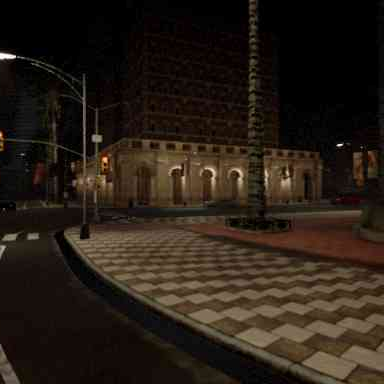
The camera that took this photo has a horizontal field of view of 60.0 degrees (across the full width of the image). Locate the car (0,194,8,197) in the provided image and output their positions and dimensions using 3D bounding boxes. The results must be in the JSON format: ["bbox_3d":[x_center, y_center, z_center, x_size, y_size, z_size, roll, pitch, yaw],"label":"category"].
[{"bbox_3d":[-44.632,1.352,78.078,2.097,1.767,4.553,0,0,-26],"label":"car"}]

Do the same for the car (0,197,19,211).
[{"bbox_3d":[-21.823,1.600,39.111,1.895,1.301,4.718,0,0,-26],"label":"car"}]

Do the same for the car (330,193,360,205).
[{"bbox_3d":[26.536,1.225,57.617,5.566,2.045,2.150,0,0,-26],"label":"car"}]

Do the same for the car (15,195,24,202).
[{"bbox_3d":[-41.300,1.534,79.236,2.033,1.411,5.357,0,0,-26],"label":"car"}]

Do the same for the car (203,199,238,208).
[{"bbox_3d":[4.032,1.602,46.635,4.718,1.301,1.895,0,0,-26],"label":"car"}]
